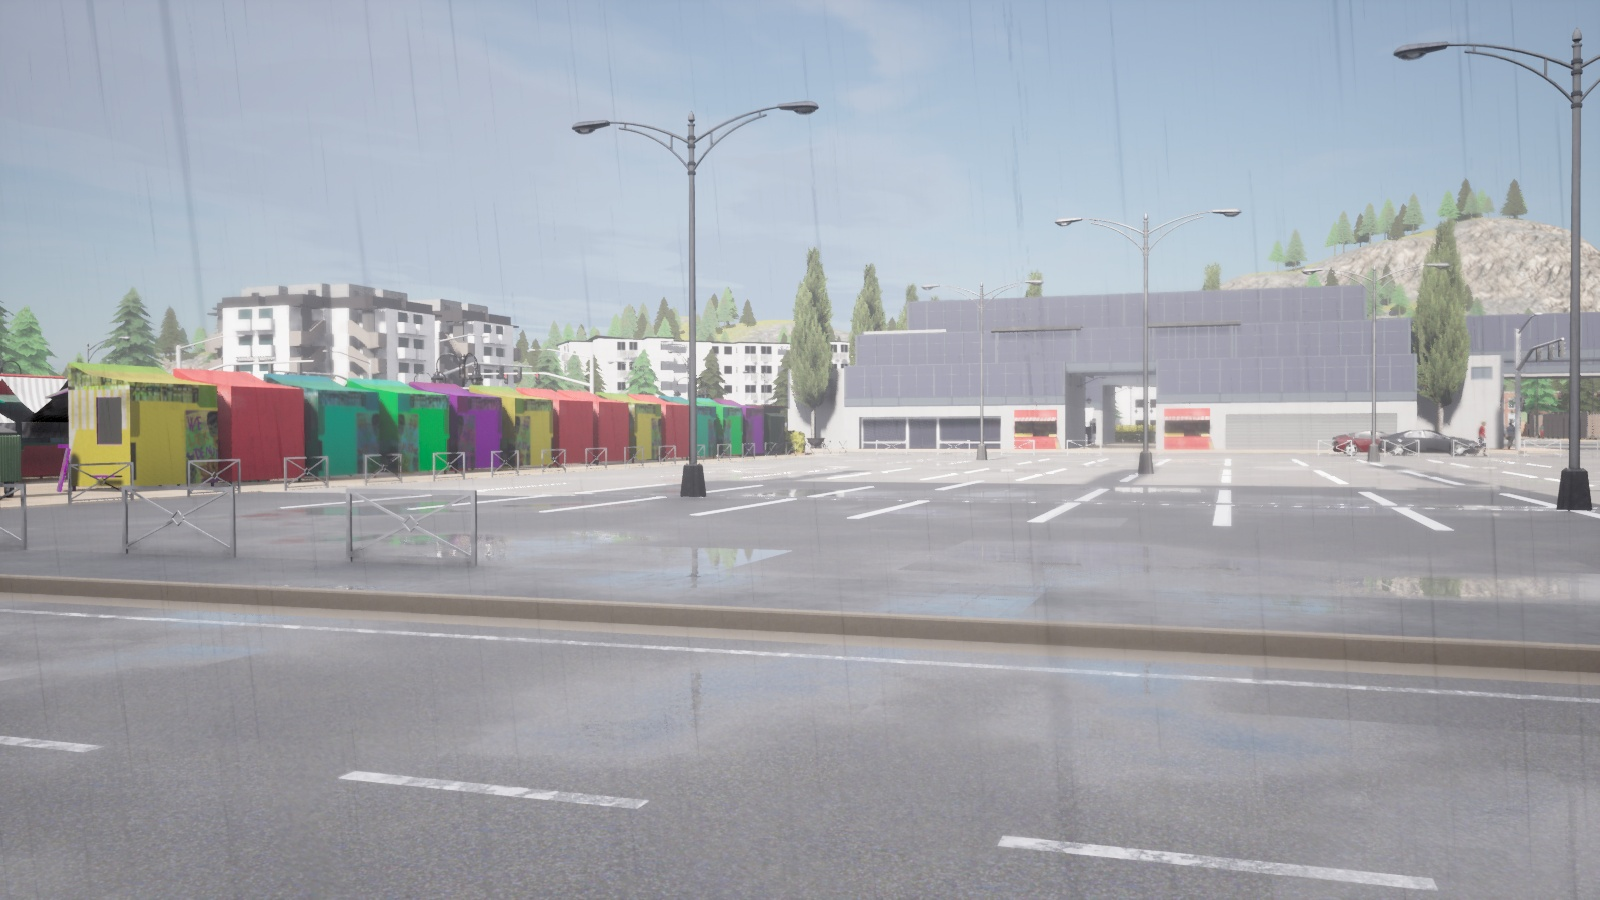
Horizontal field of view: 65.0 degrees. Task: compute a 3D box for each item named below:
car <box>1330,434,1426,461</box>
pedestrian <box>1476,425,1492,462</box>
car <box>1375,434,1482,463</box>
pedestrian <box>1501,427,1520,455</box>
[{"bbox_3d":[32.991,-0.145,71.838,4.792,1.488,2.163,1,1,20],"label":"car"},{"bbox_3d":[34.129,-0.335,62.674,0.636,1.846,0.331,0,1,16],"label":"pedestrian"},{"bbox_3d":[33.860,-0.120,67.801,4.902,1.511,2.128,1,1,20],"label":"car"},{"bbox_3d":[46.842,-0.609,82.763,0.874,1.855,0.900,1,1,44],"label":"pedestrian"}]
